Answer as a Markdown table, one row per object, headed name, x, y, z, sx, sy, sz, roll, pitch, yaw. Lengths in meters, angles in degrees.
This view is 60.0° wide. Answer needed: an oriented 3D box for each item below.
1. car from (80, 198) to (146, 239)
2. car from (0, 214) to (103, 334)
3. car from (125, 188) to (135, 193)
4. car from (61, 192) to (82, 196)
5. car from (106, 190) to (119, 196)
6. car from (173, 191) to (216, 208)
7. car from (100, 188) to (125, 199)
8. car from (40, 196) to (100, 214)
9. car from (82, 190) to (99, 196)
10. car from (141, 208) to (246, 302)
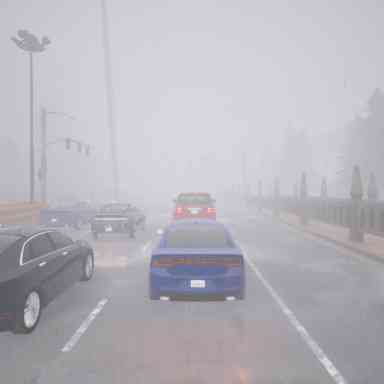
| name | x | y | z | sx | sy | sz | roll | pitch | yaw |
| --- | --- | --- | --- | --- | --- | --- | --- | --- | --- |
| car | -3.377 | 1.280 | 15.964 | 2.128 | 1.511 | 4.902 | 0 | 1 | 0 |
| car | -3.400 | 1.435 | 6.591 | 1.837 | 1.490 | 4.892 | 0 | 1 | 0 |
| car | -13.778 | 0.216 | 68.663 | 2.150 | 2.045 | 5.566 | 0 | 1 | 0 |
| car | -20.898 | 0.699 | 56.599 | 1.812 | 1.442 | 4.674 | 0 | 1 | 1 |
| car | -20.708 | 0.252 | 87.081 | 2.033 | 1.411 | 5.357 | 0 | 1 | 0 |
| car | 0.125 | 0.978 | 18.047 | 2.150 | 2.045 | 5.566 | 0 | 1 | 0 |
| car | -13.895 | 0.369 | 58.341 | 2.150 | 2.045 | 5.566 | 0 | 1 | 0 |
| car | -6.867 | 1.219 | 19.047 | 1.882 | 1.535 | 5.008 | 0 | 1 | 0 |
| car | -20.787 | 0.379 | 66.252 | 2.097 | 1.767 | 4.553 | 0 | 1 | 0 |
| car | 0.102 | 1.384 | 8.177 | 1.882 | 1.535 | 5.008 | 0 | 1 | 0 |
